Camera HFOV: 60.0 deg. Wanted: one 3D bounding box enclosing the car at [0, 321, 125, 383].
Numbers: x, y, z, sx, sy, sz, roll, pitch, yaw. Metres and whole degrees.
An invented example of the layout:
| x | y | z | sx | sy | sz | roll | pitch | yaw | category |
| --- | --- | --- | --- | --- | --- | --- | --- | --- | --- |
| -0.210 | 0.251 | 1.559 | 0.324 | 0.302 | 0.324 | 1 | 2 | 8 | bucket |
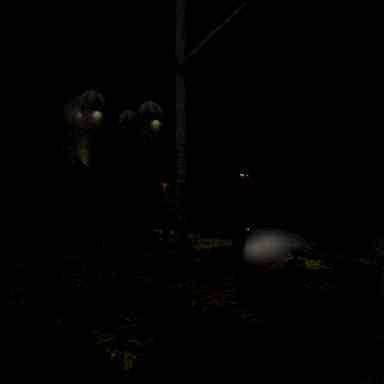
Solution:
| x | y | z | sx | sy | sz | roll | pitch | yaw | category |
| --- | --- | --- | --- | --- | --- | --- | --- | --- | --- |
| -2.395 | 1.564 | 1.719 | 4.181 | 1.385 | 1.994 | 0 | 0 | -35 | car |

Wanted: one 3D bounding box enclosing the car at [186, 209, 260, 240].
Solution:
| x | y | z | sx | sy | sz | roll | pitch | yaw | category |
| --- | --- | --- | --- | --- | --- | --- | --- | --- | --- |
| 1.493 | 1.564 | 17.233 | 1.994 | 1.385 | 4.181 | 0 | 0 | -35 | car |
